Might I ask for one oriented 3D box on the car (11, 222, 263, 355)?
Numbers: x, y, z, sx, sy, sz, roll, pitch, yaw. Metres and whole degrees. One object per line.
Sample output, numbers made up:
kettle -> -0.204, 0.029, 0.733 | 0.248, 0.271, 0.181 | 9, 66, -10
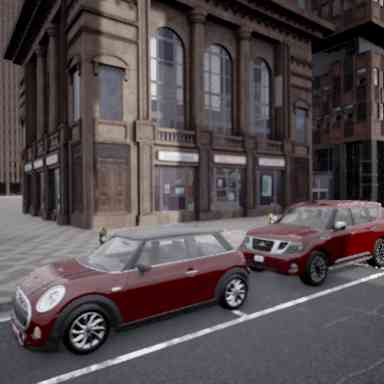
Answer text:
car -> -0.940, 1.403, 5.976 | 4.097, 1.590, 1.967 | -1, 1, -36

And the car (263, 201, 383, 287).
car -> 3.617, 1.198, 9.230 | 5.009, 1.841, 2.192 | -1, 1, -36
